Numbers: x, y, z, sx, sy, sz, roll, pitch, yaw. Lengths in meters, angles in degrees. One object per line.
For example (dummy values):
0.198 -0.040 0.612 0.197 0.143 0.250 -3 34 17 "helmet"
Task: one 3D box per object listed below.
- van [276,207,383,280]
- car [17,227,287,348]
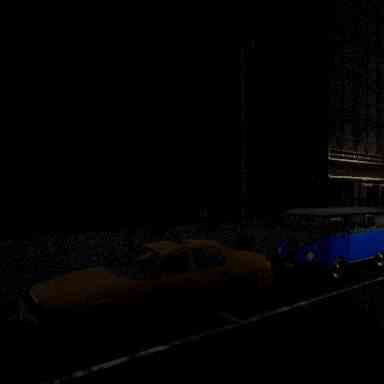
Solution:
4.157 1.338 9.634 3.998 1.788 1.690 0 0 -36 "van"
-0.541 1.524 6.269 4.829 1.417 1.752 0 0 -36 "car"
